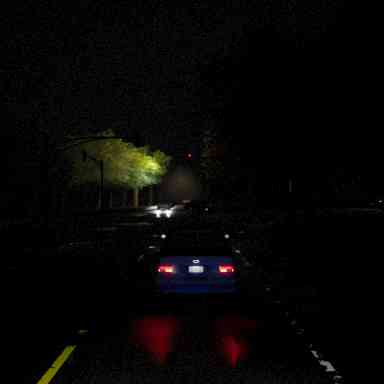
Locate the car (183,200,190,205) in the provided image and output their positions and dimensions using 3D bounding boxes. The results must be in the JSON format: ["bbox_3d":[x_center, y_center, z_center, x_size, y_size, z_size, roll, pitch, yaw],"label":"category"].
[{"bbox_3d":[-1.526,2.963,90.978,1.895,1.301,4.718,0,-2,-1],"label":"car"}]

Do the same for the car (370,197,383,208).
[{"bbox_3d":[18.834,0.732,30.393,4.674,1.442,1.812,-2,-1,2],"label":"car"}]

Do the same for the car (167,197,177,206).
[{"bbox_3d":[-4.761,2.226,79.318,2.150,2.045,5.566,0,-1,-1],"label":"car"}]

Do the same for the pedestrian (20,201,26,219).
[{"bbox_3d":[-18.100,1.917,35.640,0.375,1.860,0.375,0,1,2],"label":"pedestrian"}]

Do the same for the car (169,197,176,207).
[{"bbox_3d":[-4.370,1.910,58.908,2.097,1.767,4.553,0,-1,-1],"label":"car"}]

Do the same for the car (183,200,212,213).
[{"bbox_3d":[0.689,1.736,39.889,1.837,1.490,4.892,-1,0,-24],"label":"car"}]

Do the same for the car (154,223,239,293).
[{"bbox_3d":[0.087,1.550,8.974,2.033,1.411,5.357,0,0,0],"label":"car"}]

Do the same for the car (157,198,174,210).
[{"bbox_3d":[-4.182,2.000,49.804,1.895,1.301,4.718,0,-1,-1],"label":"car"}]
